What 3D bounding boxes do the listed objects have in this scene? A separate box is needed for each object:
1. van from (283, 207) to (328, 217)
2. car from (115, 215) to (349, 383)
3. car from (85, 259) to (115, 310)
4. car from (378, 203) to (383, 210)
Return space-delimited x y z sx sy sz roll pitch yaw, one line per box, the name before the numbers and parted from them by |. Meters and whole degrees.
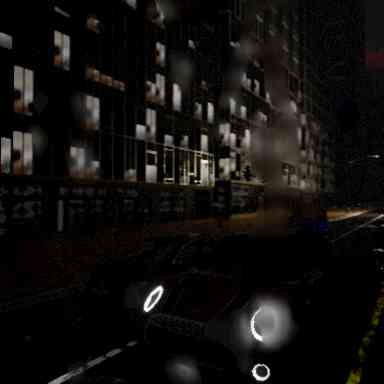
van | 5.919 1.661 17.396 1.690 1.788 3.998 -1 -1 34
car | 1.181 1.458 5.597 2.097 1.767 4.553 -1 -1 34
car | -0.459 1.696 7.963 2.008 1.369 4.403 -1 -1 34
car | 34.617 2.593 59.829 1.887 1.381 4.507 0 -1 34
